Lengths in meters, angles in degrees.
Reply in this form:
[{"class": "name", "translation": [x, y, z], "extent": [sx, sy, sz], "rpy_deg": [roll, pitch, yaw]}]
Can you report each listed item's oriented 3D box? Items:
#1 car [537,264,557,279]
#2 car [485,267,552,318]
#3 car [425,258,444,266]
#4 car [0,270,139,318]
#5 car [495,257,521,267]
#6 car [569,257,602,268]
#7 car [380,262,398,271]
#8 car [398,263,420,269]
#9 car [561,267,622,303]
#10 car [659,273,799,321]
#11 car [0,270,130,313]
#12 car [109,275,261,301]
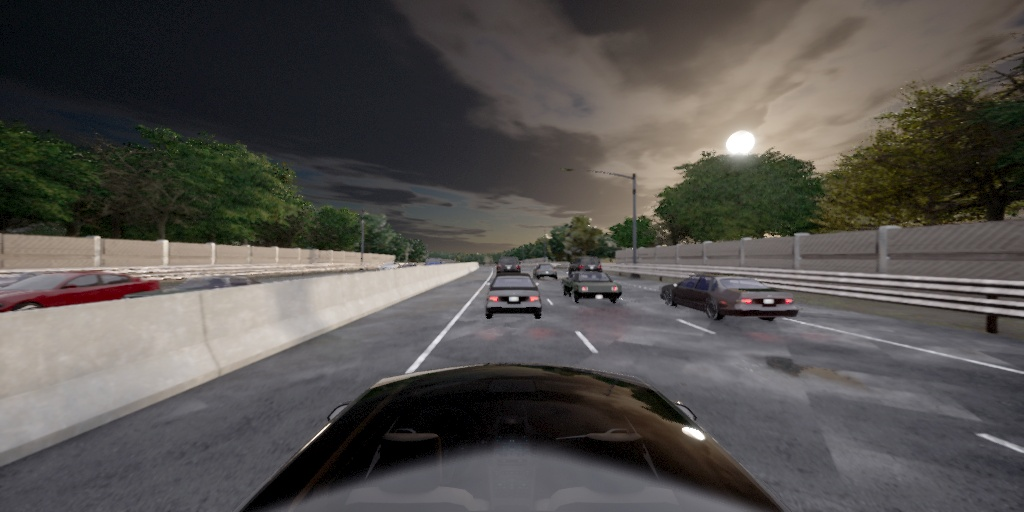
[{"class": "car", "translation": [3.115, 1.483, 34.379], "extent": [1.994, 1.385, 4.181], "rpy_deg": [0, -1, -2]}, {"class": "car", "translation": [0.038, 1.305, 12.953], "extent": [2.033, 1.411, 5.357], "rpy_deg": [0, 0, 0]}, {"class": "car", "translation": [-11.807, 1.385, 54.942], "extent": [2.150, 2.045, 5.566], "rpy_deg": [0, -1, -2]}, {"class": "car", "translation": [-17.672, 1.310, 13.357], "extent": [2.033, 1.411, 5.357], "rpy_deg": [0, 0, -1]}, {"class": "car", "translation": [-0.344, 1.125, 33.005], "extent": [2.150, 2.045, 5.566], "rpy_deg": [0, -1, -2]}, {"class": "car", "translation": [6.660, 1.121, 32.931], "extent": [2.150, 2.045, 5.566], "rpy_deg": [0, -1, -2]}, {"class": "car", "translation": [-18.825, 1.705, 55.355], "extent": [1.812, 1.442, 4.674], "rpy_deg": [0, -1, -2]}, {"class": "car", "translation": [-15.286, 1.728, 54.436], "extent": [1.994, 1.385, 4.181], "rpy_deg": [0, -1, -2]}, {"class": "car", "translation": [3.486, 1.365, 16.660], "extent": [1.895, 1.301, 4.718], "rpy_deg": [0, 0, -1]}, {"class": "car", "translation": [7.038, 1.302, 12.383], "extent": [2.033, 1.411, 5.357], "rpy_deg": [0, 0, -1]}, {"class": "car", "translation": [-14.158, 1.237, 11.401], "extent": [1.882, 1.535, 5.008], "rpy_deg": [0, 0, -1]}, {"class": "car", "translation": [-10.668, 1.361, 12.745], "extent": [1.895, 1.301, 4.718], "rpy_deg": [0, 0, -1]}]
